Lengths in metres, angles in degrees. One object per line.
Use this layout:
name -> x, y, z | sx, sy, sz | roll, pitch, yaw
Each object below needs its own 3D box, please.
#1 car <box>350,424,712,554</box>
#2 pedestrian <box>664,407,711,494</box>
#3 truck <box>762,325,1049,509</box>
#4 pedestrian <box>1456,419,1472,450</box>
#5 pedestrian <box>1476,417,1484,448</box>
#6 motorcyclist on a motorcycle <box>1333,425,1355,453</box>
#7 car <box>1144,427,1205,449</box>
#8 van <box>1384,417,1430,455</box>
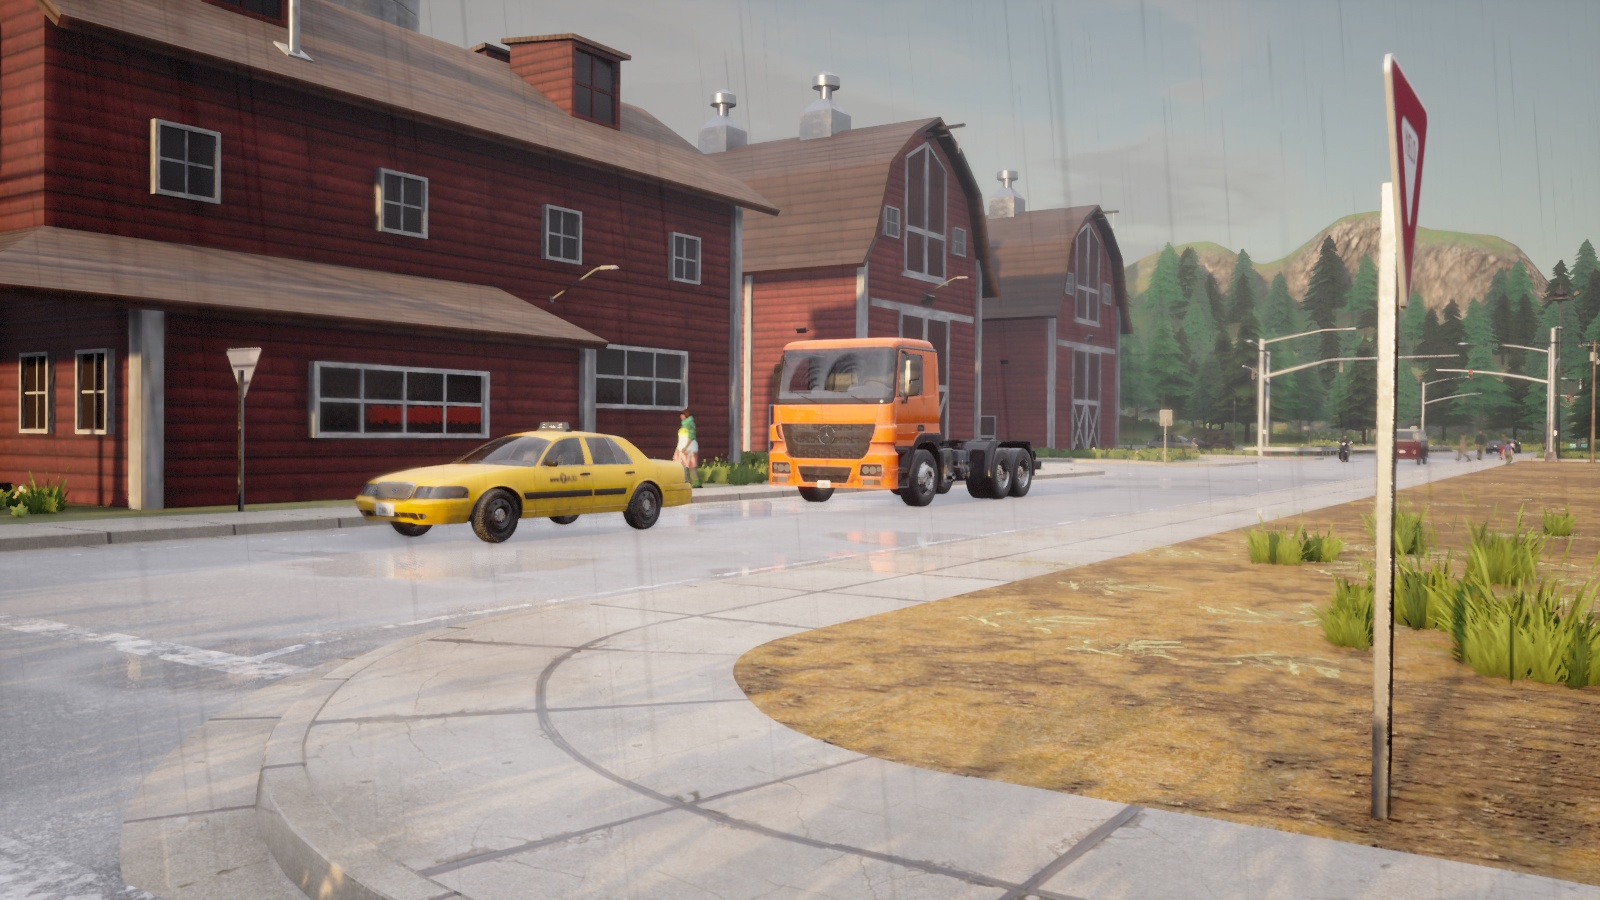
car -> -3.601, 0.430, 18.027 | 1.801, 1.575, 5.366 | 0, 1, 33
pedestrian -> -2.577, -0.003, 28.771 | 0.873, 1.952, 0.659 | -1, 1, -27
truck -> 2.617, -0.679, 27.701 | 2.891, 3.462, 7.936 | 0, 1, 33
pedestrian -> 41.951, -0.957, 79.371 | 0.873, 1.952, 0.659 | 0, 1, 29
pedestrian -> 40.852, -1.033, 75.445 | 0.402, 1.842, 0.726 | 0, 1, 28
motorcyclist on a motorcycle -> 31.465, -0.636, 72.582 | 0.866, 1.590, 1.817 | 0, 1, 33
car -> 27.907, -0.900, 93.524 | 3.988, 1.617, 1.851 | 0, 1, 34
van -> 33.529, -0.796, 69.319 | 1.775, 1.987, 4.442 | 0, 1, 33
